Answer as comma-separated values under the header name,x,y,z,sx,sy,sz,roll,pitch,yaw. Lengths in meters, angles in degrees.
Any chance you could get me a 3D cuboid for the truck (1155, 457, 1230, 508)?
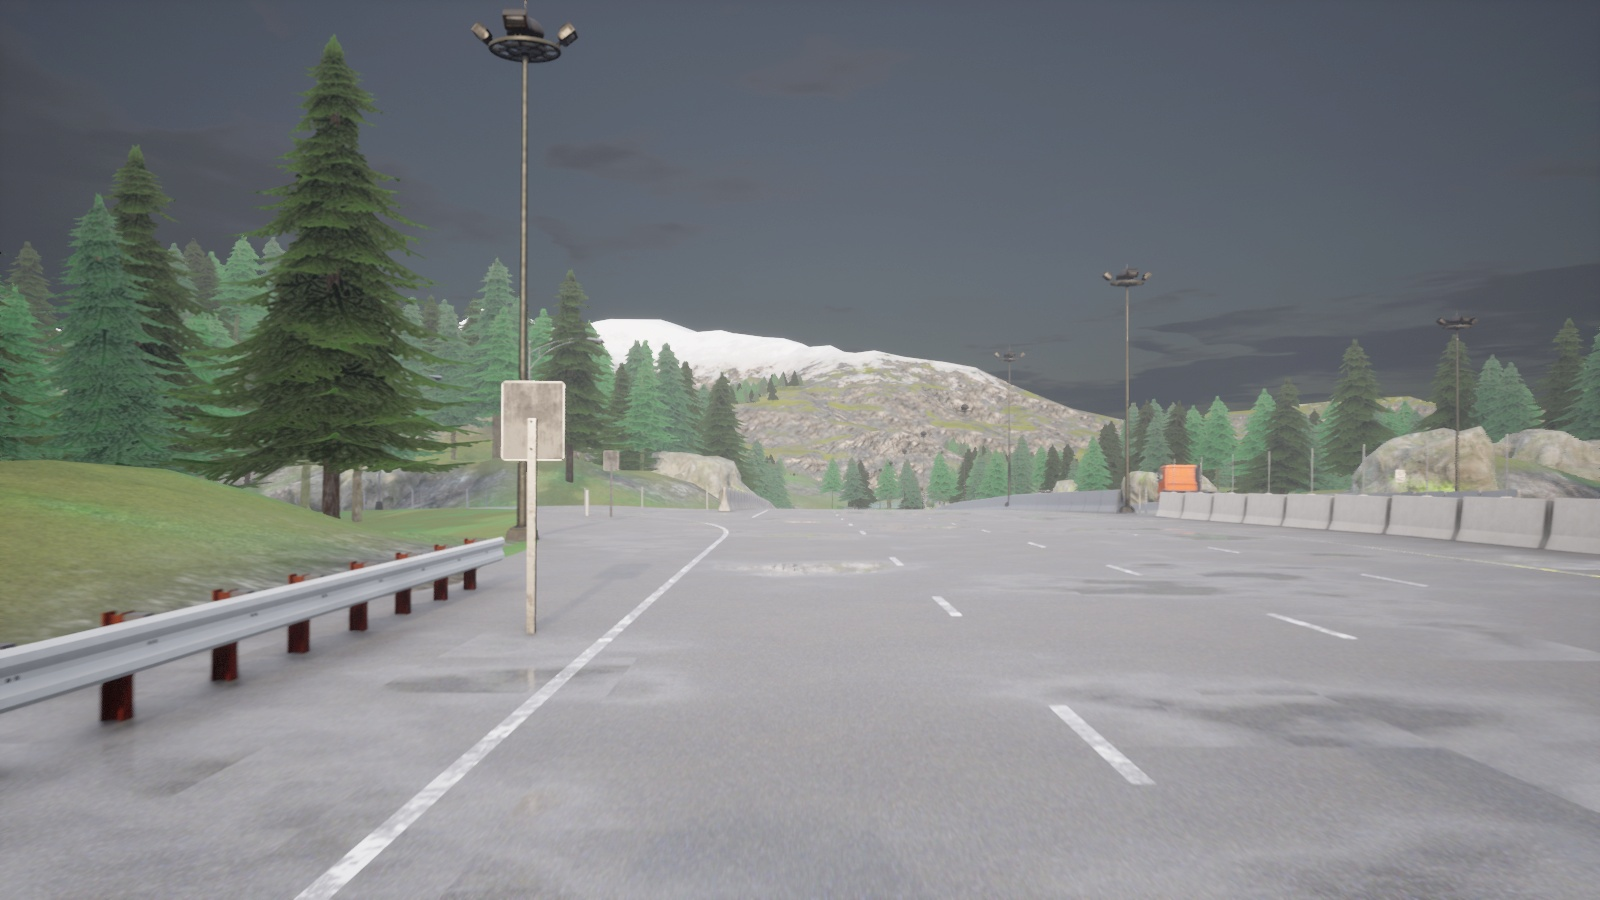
name,x,y,z,sx,sy,sz,roll,pitch,yaw
truck,28.277,2.418,90.843,2.891,3.462,7.936,0,-3,1
